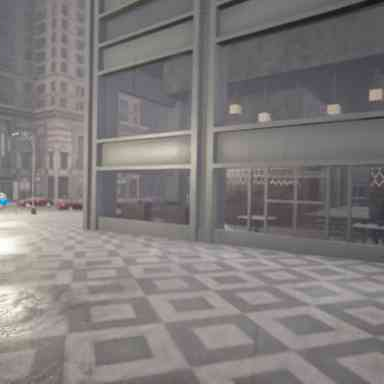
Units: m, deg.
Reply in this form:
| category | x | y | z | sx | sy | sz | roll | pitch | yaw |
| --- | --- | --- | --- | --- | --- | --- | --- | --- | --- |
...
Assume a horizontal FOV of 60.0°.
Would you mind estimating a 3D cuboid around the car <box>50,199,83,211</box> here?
| category | x | y | z | sx | sy | sz | roll | pitch | yaw |
| --- | --- | --- | --- | --- | --- | --- | --- | --- | --- |
| car | -13.073 | 1.450 | 37.521 | 1.887 | 1.381 | 4.507 | 1 | 1 | 35 |

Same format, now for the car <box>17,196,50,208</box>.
| category | x | y | z | sx | sy | sz | roll | pitch | yaw |
| --- | --- | --- | --- | --- | --- | --- | --- | --- | --- |
| car | -20.042 | 1.240 | 42.479 | 1.887 | 1.381 | 4.507 | 1 | 1 | 35 |

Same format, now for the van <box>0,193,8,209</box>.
| category | x | y | z | sx | sy | sz | roll | pitch | yaw |
| --- | --- | --- | --- | --- | --- | --- | --- | --- | --- |
| van | -23.232 | 1.016 | 37.969 | 1.690 | 1.788 | 3.998 | 1 | 1 | 35 |
